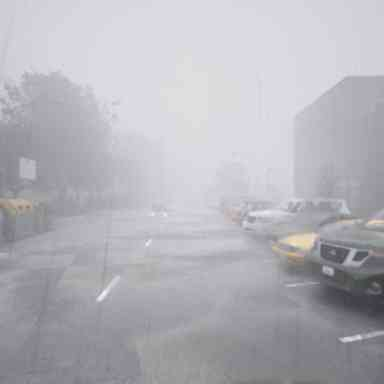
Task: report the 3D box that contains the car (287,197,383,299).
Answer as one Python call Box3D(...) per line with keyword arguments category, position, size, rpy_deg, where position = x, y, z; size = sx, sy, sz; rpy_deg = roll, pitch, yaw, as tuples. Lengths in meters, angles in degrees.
Box3D(category="car", position=(5.310, 1.270, 7.578), size=(5.566, 2.045, 2.435), rpy_deg=(1, 0, -20))

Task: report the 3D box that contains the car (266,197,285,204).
Box3D(category="car", position=(20.835, 2.078, 82.744), size=(2.163, 1.488, 4.792), rpy_deg=(0, -1, -21))

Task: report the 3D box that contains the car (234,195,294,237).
Box3D(category="car", position=(5.308, 1.318, 16.595), size=(5.566, 2.045, 2.435), rpy_deg=(1, 0, -20))

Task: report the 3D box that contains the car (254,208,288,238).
Box3D(category="car", position=(5.299, 1.583, 13.592), size=(4.792, 1.488, 2.163), rpy_deg=(1, 0, -20))

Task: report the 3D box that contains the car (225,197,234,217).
Box3D(category="car", position=(5.308, 1.500, 25.609), size=(4.553, 1.767, 2.185), rpy_deg=(1, -1, -20))

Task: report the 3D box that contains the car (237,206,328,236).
Box3D(category="car", position=(5.309, 1.617, 19.593), size=(4.792, 1.488, 2.163), rpy_deg=(1, 0, -20))

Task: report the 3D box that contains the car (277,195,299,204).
Box3D(category="car", position=(23.857, 1.800, 82.833), size=(2.435, 2.045, 5.566), rpy_deg=(0, -1, -21))

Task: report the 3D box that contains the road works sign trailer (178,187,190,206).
Box3D(category="road works sign trailer", position=(-1.132, 0.889, 65.364), size=(2.880, 3.560, 2.380), rpy_deg=(0, -1, -41))

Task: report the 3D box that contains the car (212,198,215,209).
Box3D(category="car", position=(5.336, 1.772, 40.631), size=(4.674, 1.452, 2.002), rpy_deg=(1, 0, -20))

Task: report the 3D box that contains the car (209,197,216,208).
Box3D(category="car", position=(5.149, 1.747, 43.572), size=(5.366, 1.575, 1.946), rpy_deg=(1, 0, -20))

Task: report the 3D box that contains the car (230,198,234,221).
Box3D(category="car", position=(5.306, 1.481, 22.608), size=(4.553, 1.767, 2.185), rpy_deg=(1, -1, -20))

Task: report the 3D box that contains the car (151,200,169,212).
Box3D(category="car", position=(-4.158, 1.744, 43.661), size=(1.882, 1.535, 5.008), rpy_deg=(0, -1, 0))

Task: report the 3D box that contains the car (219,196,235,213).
Box3D(category="car", position=(5.375, 1.543, 31.626), size=(4.553, 1.767, 2.185), rpy_deg=(1, 0, -20))

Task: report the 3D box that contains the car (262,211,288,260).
Box3D(category="car", position=(5.150, 1.531, 10.534), size=(5.366, 1.575, 1.946), rpy_deg=(1, 0, -20))

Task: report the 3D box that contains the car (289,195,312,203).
Box3D(category="car", position=(26.918, 1.801, 82.875), size=(2.435, 2.045, 5.566), rpy_deg=(1, -1, -22))

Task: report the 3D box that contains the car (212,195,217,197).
Box3D(category="car", position=(5.327, 1.545, 49.667), size=(5.566, 2.045, 2.435), rpy_deg=(1, -1, -20))

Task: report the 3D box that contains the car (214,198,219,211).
Box3D(category="car", position=(5.332, 1.689, 34.628), size=(5.008, 1.535, 2.097), rpy_deg=(1, -1, -20))

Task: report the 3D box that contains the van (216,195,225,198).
Box3D(category="van", position=(5.447, 1.486, 37.675), size=(4.442, 1.987, 1.878), rpy_deg=(1, -1, -20))

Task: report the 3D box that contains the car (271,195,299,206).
Box3D(category="car", position=(18.266, 1.670, 65.681), size=(2.435, 2.045, 5.566), rpy_deg=(0, 0, -21))

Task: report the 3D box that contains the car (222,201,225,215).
Box3D(category="car", position=(5.342, 1.687, 28.617), size=(4.674, 1.452, 2.002), rpy_deg=(1, 0, -20))
